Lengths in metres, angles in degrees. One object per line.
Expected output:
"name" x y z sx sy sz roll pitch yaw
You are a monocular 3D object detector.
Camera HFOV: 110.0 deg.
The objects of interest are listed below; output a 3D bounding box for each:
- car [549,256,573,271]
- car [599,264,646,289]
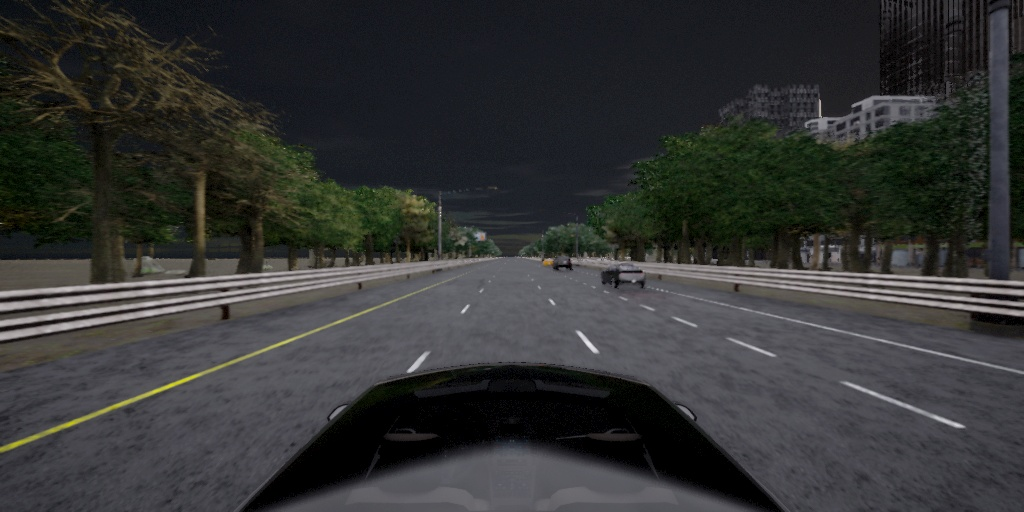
"car" 6.969 0.984 50.079 2.150 2.045 5.566 0 0 0
"car" 6.987 1.248 23.013 2.128 1.511 4.902 0 0 0
